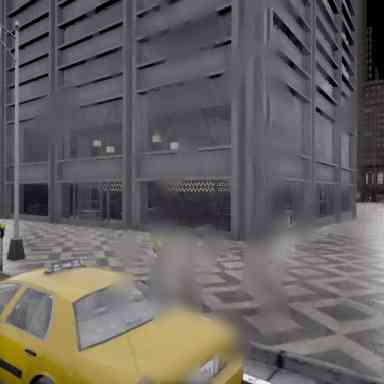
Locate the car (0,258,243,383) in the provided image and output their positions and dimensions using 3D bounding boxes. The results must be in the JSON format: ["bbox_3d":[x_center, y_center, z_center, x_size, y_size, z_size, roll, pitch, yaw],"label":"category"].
[{"bbox_3d":[-1.763,1.525,4.224,4.829,1.417,1.752,0,0,36],"label":"car"}]
